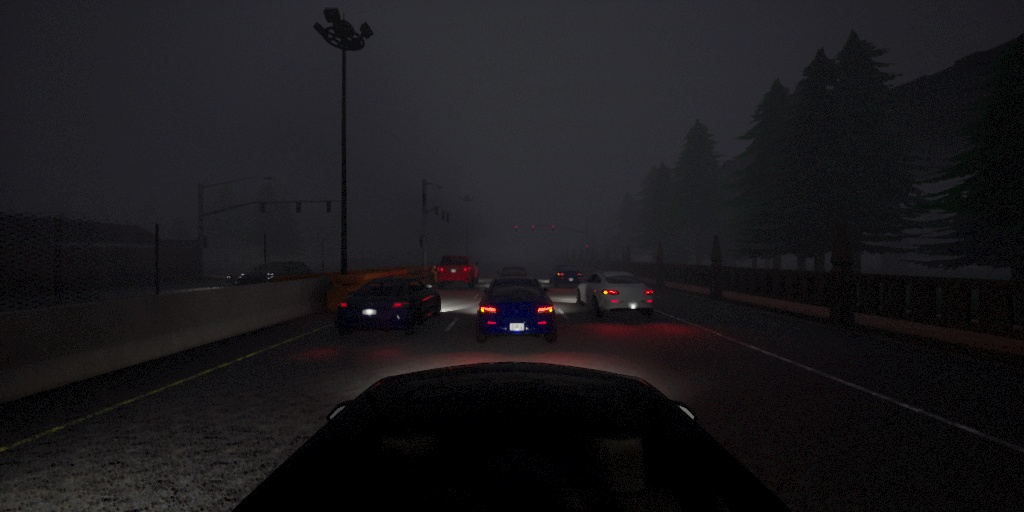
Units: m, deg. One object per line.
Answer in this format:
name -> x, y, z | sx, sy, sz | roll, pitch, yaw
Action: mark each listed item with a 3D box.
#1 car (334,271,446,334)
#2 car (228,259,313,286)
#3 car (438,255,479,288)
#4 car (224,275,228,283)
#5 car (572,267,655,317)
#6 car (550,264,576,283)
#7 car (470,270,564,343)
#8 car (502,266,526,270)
car -> -3.400, 1.307, 10.552 | 1.994, 1.385, 4.181 | 0, 0, 0
car -> -14.062, 1.086, 21.536 | 2.097, 1.767, 4.553 | 0, 0, 0
car -> -3.426, 0.956, 23.458 | 2.150, 2.045, 5.566 | 0, 0, -1
car -> -17.511, 1.280, 25.471 | 2.033, 1.411, 5.357 | 0, 0, 0
car -> 3.592, 1.268, 13.001 | 1.812, 1.442, 4.674 | 0, 0, 0
car -> 3.599, 1.259, 24.167 | 1.812, 1.442, 4.674 | 0, 0, 0
car -> 0.094, 1.270, 9.582 | 1.812, 1.442, 4.674 | 0, 0, 0
car -> 0.101, 1.263, 19.478 | 1.812, 1.442, 4.674 | 0, 0, 0
